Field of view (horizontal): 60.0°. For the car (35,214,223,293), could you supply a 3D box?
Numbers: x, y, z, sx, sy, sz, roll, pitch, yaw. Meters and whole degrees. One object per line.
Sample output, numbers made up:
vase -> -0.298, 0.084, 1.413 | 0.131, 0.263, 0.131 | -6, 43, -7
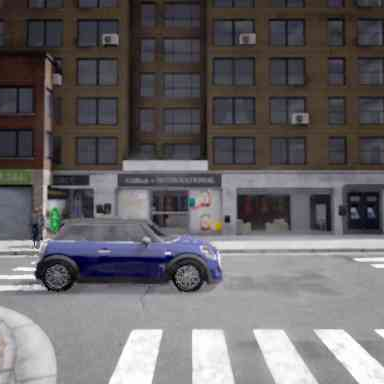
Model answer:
car -> -1.491, 1.462, 8.689 | 4.553, 1.767, 2.097 | 0, -1, 0

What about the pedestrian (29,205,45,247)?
pedestrian -> -6.825, 1.481, 14.583 | 0.375, 1.860, 0.375 | 0, -1, 0
